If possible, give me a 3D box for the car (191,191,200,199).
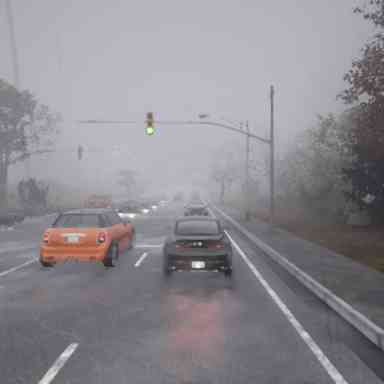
[{"bbox_3d":[0.617,1.088,65.970,2.033,1.411,5.357,0,3,1],"label":"car"}]

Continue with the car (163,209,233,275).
[{"bbox_3d":[0.164,1.507,10.440,1.837,1.490,4.892,0,0,0],"label":"car"}]

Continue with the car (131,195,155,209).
[{"bbox_3d":[-6.683,1.489,45.595,1.882,1.535,5.008,0,0,1],"label":"car"}]

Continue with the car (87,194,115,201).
[{"bbox_3d":[-10.281,1.231,37.025,2.150,2.045,5.566,0,0,1],"label":"car"}]

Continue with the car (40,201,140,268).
[{"bbox_3d":[-3.326,1.355,11.484,2.097,1.767,4.553,0,0,0],"label":"car"}]

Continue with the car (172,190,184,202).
[{"bbox_3d":[-2.883,1.044,66.003,1.837,1.490,4.892,0,3,1],"label":"car"}]

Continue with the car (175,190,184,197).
[{"bbox_3d":[-2.776,0.361,76.422,1.812,1.442,4.674,0,3,1],"label":"car"}]

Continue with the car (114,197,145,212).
[{"bbox_3d":[-6.788,1.573,36.554,1.994,1.385,4.181,0,0,0],"label":"car"}]

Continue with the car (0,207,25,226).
[{"bbox_3d":[-13.311,1.605,20.958,4.718,1.301,1.895,0,0,0],"label":"car"}]

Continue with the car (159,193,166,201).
[{"bbox_3d":[-6.359,0.968,68.393,1.994,1.385,4.181,0,3,1],"label":"car"}]

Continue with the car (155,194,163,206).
[{"bbox_3d":[-6.531,1.520,55.522,1.994,1.385,4.181,0,1,2],"label":"car"}]

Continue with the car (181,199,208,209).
[{"bbox_3d":[0.303,1.533,26.301,1.812,1.442,4.674,0,0,0],"label":"car"}]
